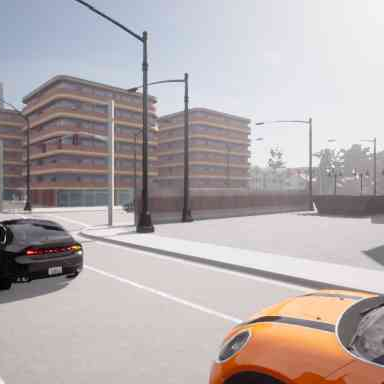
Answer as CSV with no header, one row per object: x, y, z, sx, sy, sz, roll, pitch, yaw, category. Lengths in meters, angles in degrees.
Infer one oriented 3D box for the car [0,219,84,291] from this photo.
-4.708,1.505,9.187,1.837,1.490,4.892,0,0,-43,car

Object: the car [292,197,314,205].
20.382,1.613,60.879,4.718,1.301,1.895,0,0,-44,car

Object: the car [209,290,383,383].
2.302,1.352,2.314,4.553,1.767,2.097,0,0,40,car

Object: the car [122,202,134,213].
-5.227,1.492,36.049,4.902,1.511,2.128,0,0,-44,car
